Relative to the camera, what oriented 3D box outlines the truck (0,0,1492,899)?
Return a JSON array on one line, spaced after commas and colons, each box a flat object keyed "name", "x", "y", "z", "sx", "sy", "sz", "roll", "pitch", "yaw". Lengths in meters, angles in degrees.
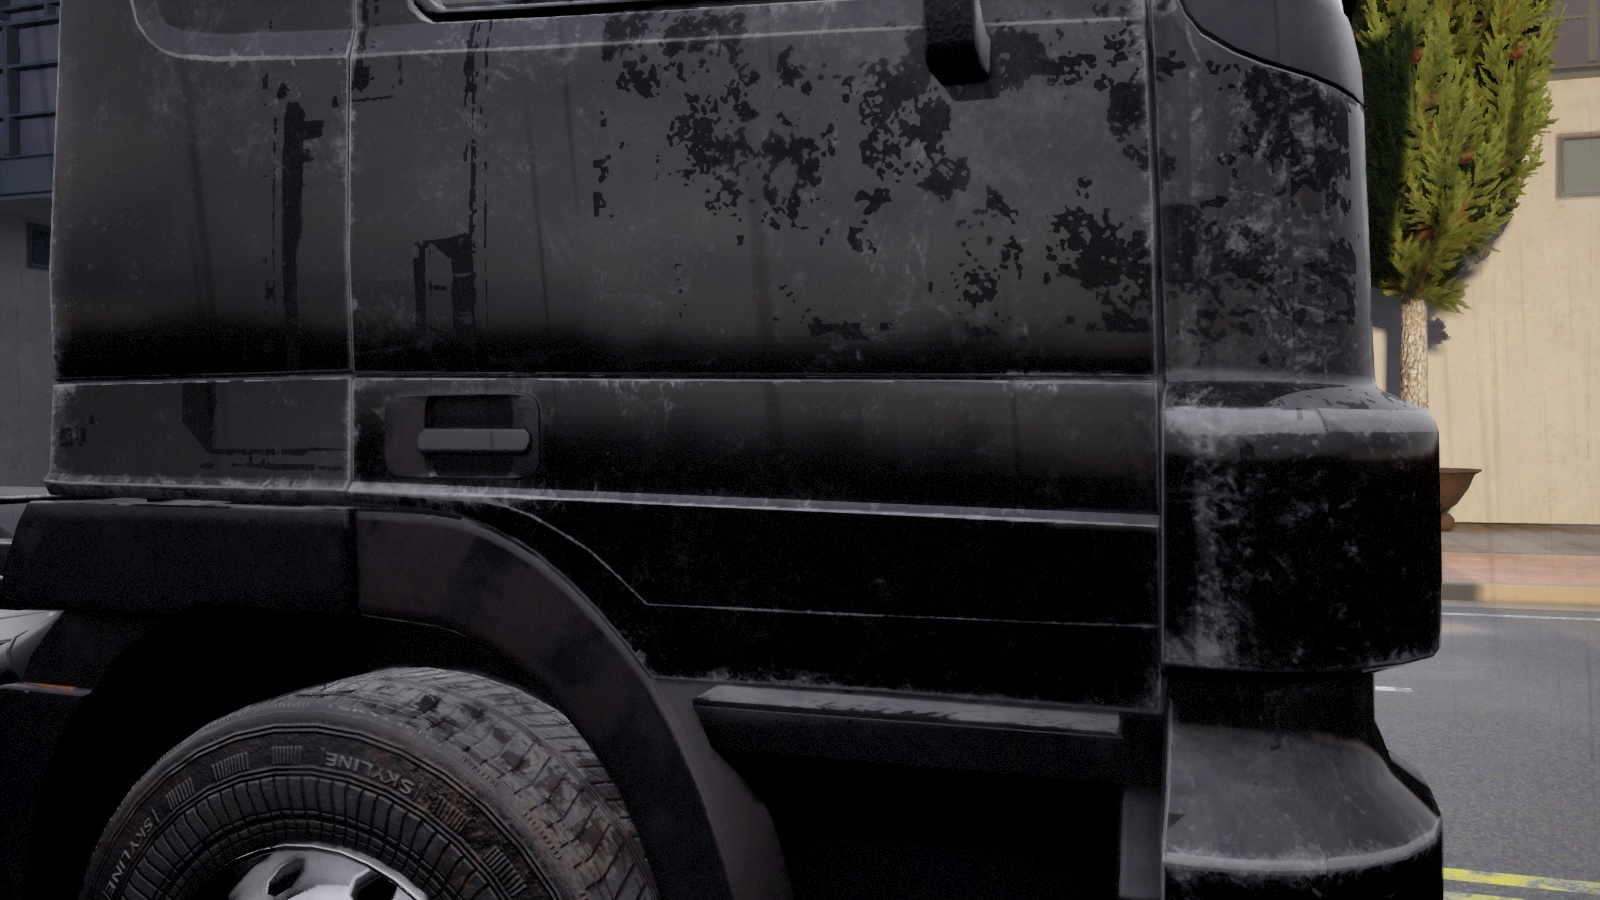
[{"name": "truck", "x": -2.510, "y": -0.230, "z": 4.057, "sx": 7.936, "sy": 3.462, "sz": 2.891, "roll": 1, "pitch": 1, "yaw": 19}]
